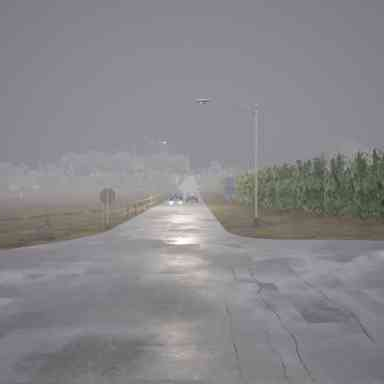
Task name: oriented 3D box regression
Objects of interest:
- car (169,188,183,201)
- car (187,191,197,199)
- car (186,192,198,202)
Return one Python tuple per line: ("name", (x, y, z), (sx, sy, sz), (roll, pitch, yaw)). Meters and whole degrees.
("car", (-2.743, 0.408, 58.997), (2.150, 2.045, 5.566), (0, 2, 0))
("car", (0.009, 0.589, 64.893), (1.895, 1.301, 4.718), (0, 2, 0))
("car", (0.008, 0.830, 54.865), (1.812, 1.442, 4.674), (0, 2, 0))
